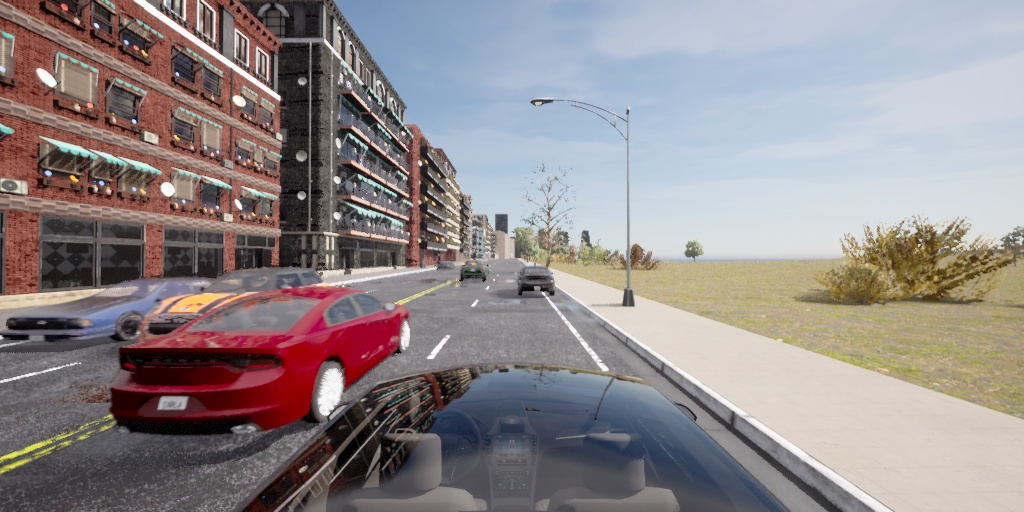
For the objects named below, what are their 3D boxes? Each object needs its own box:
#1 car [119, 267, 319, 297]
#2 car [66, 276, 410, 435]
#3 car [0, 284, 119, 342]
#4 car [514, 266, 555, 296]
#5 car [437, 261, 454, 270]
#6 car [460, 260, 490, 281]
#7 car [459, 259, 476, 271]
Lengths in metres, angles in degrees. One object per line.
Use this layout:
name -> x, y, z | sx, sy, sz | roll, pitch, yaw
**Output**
car -> -6.569, 1.109, 9.268 | 2.097, 1.767, 4.553 | 0, 0, 0
car -> -3.136, 1.232, 5.801 | 1.882, 1.535, 5.008 | 0, 0, 0
car -> -9.817, 1.305, 10.070 | 2.033, 1.411, 5.357 | 0, 0, 0
car -> 1.212, 1.272, 19.409 | 1.837, 1.490, 4.892 | 0, 0, 0
car -> -9.628, 1.357, 52.240 | 1.994, 1.385, 4.181 | 0, 0, 0
car -> -3.031, 1.128, 30.019 | 2.097, 1.767, 4.553 | 0, 0, 0
car -> -6.380, 1.271, 52.126 | 1.882, 1.535, 5.008 | 0, 0, 0
